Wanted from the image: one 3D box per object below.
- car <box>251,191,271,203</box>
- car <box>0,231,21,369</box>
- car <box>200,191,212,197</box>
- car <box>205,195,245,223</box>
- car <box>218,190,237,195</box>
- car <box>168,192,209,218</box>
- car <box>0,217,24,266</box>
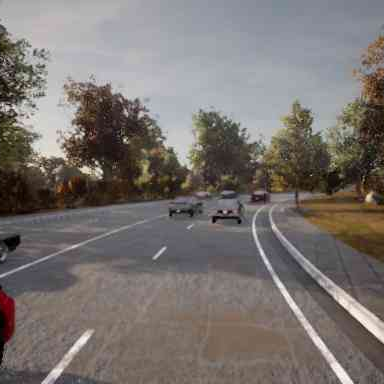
[{"bbox_3d":[8.788,0.571,42.425,1.882,1.535,5.008,-1,1,22],"label":"car"},{"bbox_3d":[-3.299,1.207,1.749,2.150,2.045,5.566,0,0,1],"label":"car"},{"bbox_3d":[1.752,0.613,52.900,1.812,1.442,4.674,-1,1,26],"label":"car"},{"bbox_3d":[2.438,1.156,21.877,2.033,1.411,5.357,0,1,12],"label":"car"},{"bbox_3d":[5.561,0.482,52.691,1.882,1.535,5.008,-1,1,27],"label":"car"},{"bbox_3d":[-0.378,1.056,25.372,2.128,1.511,4.902,0,1,14],"label":"car"},{"bbox_3d":[-6.649,1.517,8.651,1.895,1.301,4.718,0,1,4],"label":"car"}]
